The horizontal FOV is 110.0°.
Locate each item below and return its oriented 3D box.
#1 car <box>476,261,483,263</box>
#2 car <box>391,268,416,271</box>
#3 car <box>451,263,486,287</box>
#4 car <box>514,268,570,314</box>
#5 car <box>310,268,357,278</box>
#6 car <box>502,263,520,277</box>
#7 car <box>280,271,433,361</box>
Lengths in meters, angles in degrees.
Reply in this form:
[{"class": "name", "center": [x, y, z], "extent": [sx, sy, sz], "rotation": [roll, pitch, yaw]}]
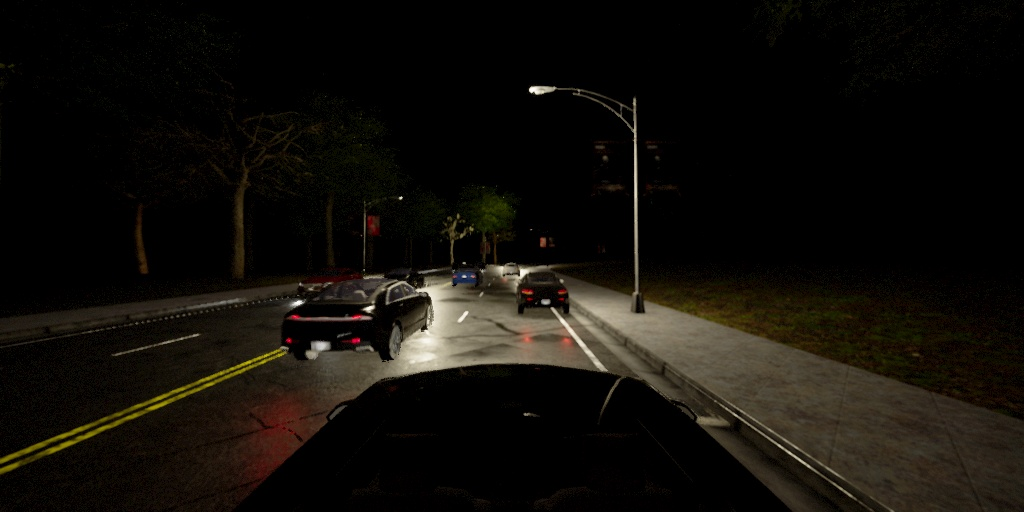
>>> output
[{"class": "car", "center": [-5.741, 1.668, 62.021], "extent": [1.812, 1.442, 4.674], "rotation": [0, 0, 6]}, {"class": "car", "center": [-6.656, 1.438, 21.748], "extent": [1.994, 1.385, 4.181], "rotation": [0, 0, 0]}, {"class": "car", "center": [-3.221, 1.453, 26.547], "extent": [2.033, 1.411, 5.357], "rotation": [0, 0, 0]}, {"class": "car", "center": [1.103, 1.351, 14.075], "extent": [1.812, 1.442, 4.674], "rotation": [0, 0, 0]}, {"class": "car", "center": [-9.902, 1.389, 19.982], "extent": [1.812, 1.442, 4.674], "rotation": [0, 0, 0]}, {"class": "car", "center": [-0.053, 1.521, 39.438], "extent": [1.812, 1.442, 4.674], "rotation": [0, -1, 0]}, {"class": "car", "center": [-3.167, 1.281, 8.340], "extent": [2.128, 1.511, 4.902], "rotation": [0, 0, 0]}]
